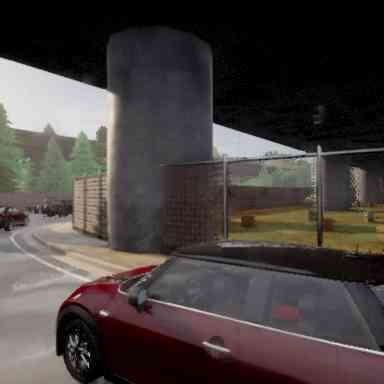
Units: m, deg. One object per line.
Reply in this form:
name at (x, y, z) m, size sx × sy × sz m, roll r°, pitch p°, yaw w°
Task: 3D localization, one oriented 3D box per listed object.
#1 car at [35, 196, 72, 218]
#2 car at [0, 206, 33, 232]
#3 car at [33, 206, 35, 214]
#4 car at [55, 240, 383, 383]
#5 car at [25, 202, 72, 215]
car at (-11.960, 1.435, 32.754) m, size 2.150 × 2.045 × 5.566 m, roll -1°, pitch 0°, yaw 34°
car at (-12.093, 1.639, 21.289) m, size 1.882 × 1.535 × 5.008 m, roll -1°, pitch 0°, yaw -10°
car at (-13.979, 1.460, 36.238) m, size 2.150 × 2.045 × 5.566 m, roll 0°, pitch 0°, yaw 34°
car at (0.384, 1.367, 3.898) m, size 4.553 × 1.767 × 2.097 m, roll 0°, pitch 0°, yaw 38°
car at (-16.569, 1.865, 38.647) m, size 1.895 × 1.301 × 4.718 m, roll 0°, pitch 0°, yaw 34°
